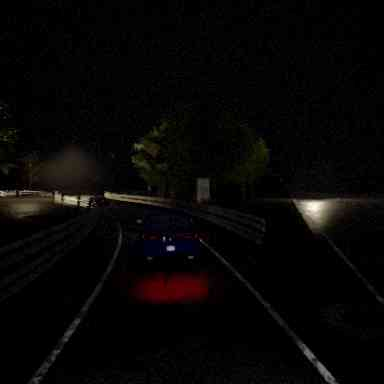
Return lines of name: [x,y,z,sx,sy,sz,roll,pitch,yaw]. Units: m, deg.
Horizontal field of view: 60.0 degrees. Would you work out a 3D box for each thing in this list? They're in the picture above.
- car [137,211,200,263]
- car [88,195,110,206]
car: [-0.922,1.413,11.801,1.882,1.535,5.008,0,0,-8]
car: [-12.249,1.090,43.729,1.994,1.385,4.181,0,1,-30]
